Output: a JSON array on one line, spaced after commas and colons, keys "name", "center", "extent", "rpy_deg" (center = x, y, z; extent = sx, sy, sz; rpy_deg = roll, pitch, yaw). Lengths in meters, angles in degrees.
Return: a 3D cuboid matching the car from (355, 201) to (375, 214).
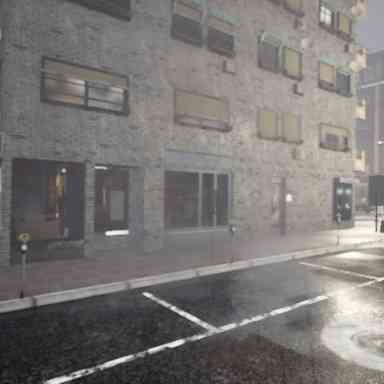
[{"name": "car", "center": [18.638, 1.741, 38.283], "extent": [1.947, 1.339, 4.313], "rpy_deg": [1, -1, -35]}]
